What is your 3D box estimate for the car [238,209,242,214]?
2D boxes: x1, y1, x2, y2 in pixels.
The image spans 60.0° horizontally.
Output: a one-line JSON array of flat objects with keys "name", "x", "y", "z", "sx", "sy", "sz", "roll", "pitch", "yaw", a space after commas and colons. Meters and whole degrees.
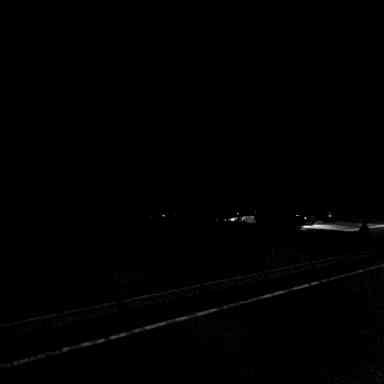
[{"name": "car", "x": 2.734, "y": 1.787, "z": 34.667, "sx": 2.033, "sy": 1.411, "sz": 5.357, "roll": 0, "pitch": -1, "yaw": -42}]

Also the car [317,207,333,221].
[{"name": "car", "x": 8.981, "y": 1.586, "z": 27.250, "sx": 2.128, "sy": 1.511, "sz": 4.902, "roll": 0, "pitch": -1, "yaw": -39}]

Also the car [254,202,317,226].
[{"name": "car", "x": 6.622, "y": 1.651, "z": 24.601, "sx": 1.994, "sy": 1.385, "sz": 4.181, "roll": 0, "pitch": -1, "yaw": -39}]
